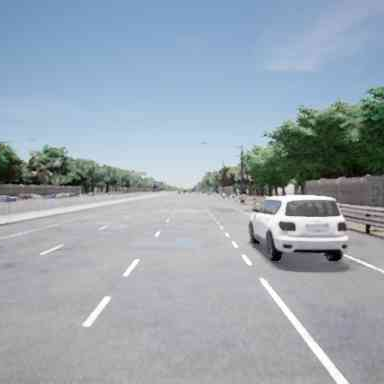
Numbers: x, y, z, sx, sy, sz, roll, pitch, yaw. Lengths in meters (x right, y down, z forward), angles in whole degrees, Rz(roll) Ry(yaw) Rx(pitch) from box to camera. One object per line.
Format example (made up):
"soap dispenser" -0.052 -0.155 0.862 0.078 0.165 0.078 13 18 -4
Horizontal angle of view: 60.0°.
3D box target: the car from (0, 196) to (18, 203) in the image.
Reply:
"car" -24.625 1.261 43.529 1.994 1.385 4.181 0 0 0

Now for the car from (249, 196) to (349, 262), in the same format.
"car" 3.512 1.148 11.977 2.150 2.045 5.566 0 0 0

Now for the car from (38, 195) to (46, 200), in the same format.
"car" -21.096 1.181 49.239 1.882 1.535 5.008 0 0 0

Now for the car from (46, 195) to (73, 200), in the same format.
"car" -17.614 1.191 45.430 1.837 1.490 4.892 0 0 0
